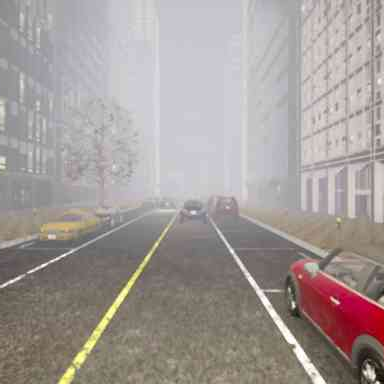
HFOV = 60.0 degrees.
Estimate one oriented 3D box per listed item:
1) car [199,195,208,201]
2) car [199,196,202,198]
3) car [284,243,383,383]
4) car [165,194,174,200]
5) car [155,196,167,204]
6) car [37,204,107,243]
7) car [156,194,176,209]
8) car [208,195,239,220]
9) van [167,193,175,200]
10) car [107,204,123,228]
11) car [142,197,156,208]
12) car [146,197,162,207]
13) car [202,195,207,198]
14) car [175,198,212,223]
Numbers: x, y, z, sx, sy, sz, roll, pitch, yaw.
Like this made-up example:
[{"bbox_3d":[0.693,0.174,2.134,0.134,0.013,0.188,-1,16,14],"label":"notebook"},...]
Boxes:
[{"bbox_3d":[2.695,1.377,78.703,1.947,1.339,4.313,0,0,0],"label":"car"},{"bbox_3d":[0.102,1.476,42.137,1.994,1.385,4.181,0,0,0],"label":"car"},{"bbox_3d":[2.693,1.432,4.705,1.967,1.590,4.097,0,0,0],"label":"car"},{"bbox_3d":[-5.686,1.339,84.408,1.887,1.381,4.507,0,0,0],"label":"car"},{"bbox_3d":[-5.686,1.443,61.638,1.802,1.307,4.206,0,0,0],"label":"car"},{"bbox_3d":[-5.688,1.496,15.930,1.752,1.417,4.829,0,0,0],"label":"car"},{"bbox_3d":[-3.089,1.400,43.476,2.128,1.511,4.902,0,0,0],"label":"car"},{"bbox_3d":[2.695,1.261,27.473,2.192,1.841,5.009,0,0,0],"label":"car"},{"bbox_3d":[-5.685,1.117,90.100,1.690,1.788,3.998,0,0,0],"label":"van"},{"bbox_3d":[-5.688,1.509,21.794,2.008,1.369,4.403,0,0,0],"label":"car"},{"bbox_3d":[-5.687,1.458,44.563,2.008,1.369,4.403,0,0,0],"label":"car"},{"bbox_3d":[-5.687,1.458,50.256,1.947,1.339,4.313,0,0,0],"label":"car"},{"bbox_3d":[2.695,1.235,38.858,2.192,1.841,5.009,0,0,0],"label":"car"},{"bbox_3d":[0.099,1.454,25.220,2.163,1.488,4.792,0,0,0],"label":"car"}]
